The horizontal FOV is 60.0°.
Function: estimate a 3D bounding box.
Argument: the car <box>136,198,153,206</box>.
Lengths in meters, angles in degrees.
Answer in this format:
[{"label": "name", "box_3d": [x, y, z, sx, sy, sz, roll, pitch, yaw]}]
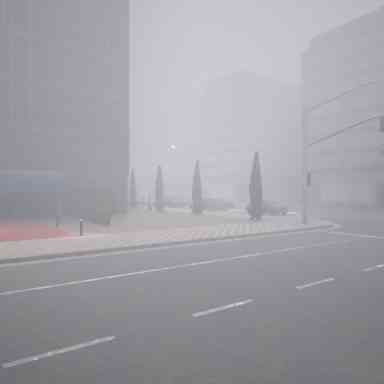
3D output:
[{"label": "car", "box_3d": [-8.528, 1.600, 56.489, 1.895, 1.301, 4.718, 0, 0, -34]}]

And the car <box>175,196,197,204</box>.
[{"label": "car", "box_3d": [-1.266, 1.477, 64.710, 1.882, 1.535, 5.008, 0, 0, -35]}]

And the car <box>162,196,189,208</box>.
[{"label": "car", "box_3d": [-2.959, 1.352, 48.452, 2.097, 1.767, 4.553, 0, 0, -35]}]

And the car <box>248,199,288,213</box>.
[{"label": "car", "box_3d": [8.604, 1.564, 37.981, 1.994, 1.385, 4.181, 0, 0, -35]}]

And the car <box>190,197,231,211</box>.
[{"label": "car", "box_3d": [2.210, 1.505, 41.029, 1.837, 1.490, 4.892, 0, 0, -35]}]

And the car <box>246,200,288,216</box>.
[{"label": "car", "box_3d": [7.457, 1.526, 33.507, 1.812, 1.442, 4.674, 0, 0, -37]}]

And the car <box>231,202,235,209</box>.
[{"label": "car", "box_3d": [3.798, 1.564, 44.873, 1.994, 1.385, 4.181, 0, 0, -35]}]
